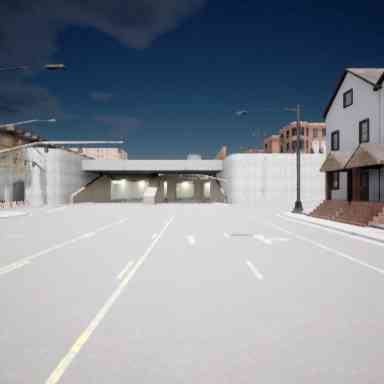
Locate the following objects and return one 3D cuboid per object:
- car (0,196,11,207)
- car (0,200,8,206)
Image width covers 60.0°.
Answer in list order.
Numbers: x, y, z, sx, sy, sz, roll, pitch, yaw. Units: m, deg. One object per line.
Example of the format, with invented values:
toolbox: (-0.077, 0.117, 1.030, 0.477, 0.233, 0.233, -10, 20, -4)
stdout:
car: (-28.970, 1.411, 47.621, 2.038, 1.542, 4.974, 0, 0, 29)
car: (-28.994, 1.254, 47.575, 1.853, 1.218, 4.536, 0, 0, 29)
